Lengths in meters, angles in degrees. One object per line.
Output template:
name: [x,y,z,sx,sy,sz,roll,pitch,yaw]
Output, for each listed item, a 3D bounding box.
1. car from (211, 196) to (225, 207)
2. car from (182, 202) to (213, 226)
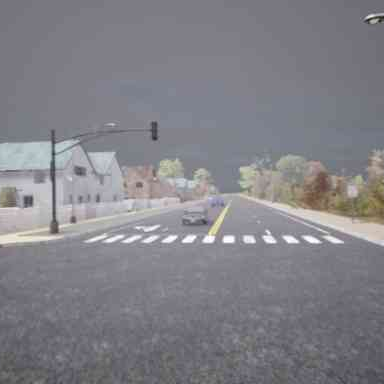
car: [4.660,1.685,59.779,2.150,2.045,5.566,-1,0,7]
car: [0.365,1.773,25.973,1.812,1.442,4.674,-1,0,7]
